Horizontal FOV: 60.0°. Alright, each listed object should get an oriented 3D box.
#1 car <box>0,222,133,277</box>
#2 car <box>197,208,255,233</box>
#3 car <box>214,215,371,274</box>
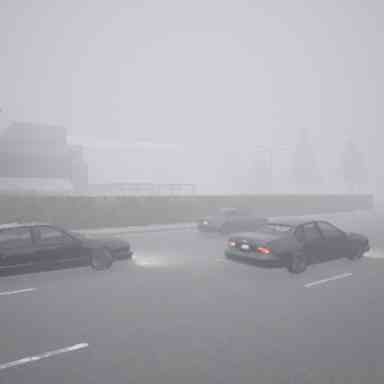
[{"bbox_3d":[-4.407,1.547,9.201,5.357,1.411,2.033,0,0,-36],"label":"car"},{"bbox_3d":[2.323,1.564,18.304,4.181,1.385,1.994,0,0,-36],"label":"car"},{"bbox_3d":[3.486,1.547,10.535,5.357,1.411,2.033,0,0,-36],"label":"car"}]
